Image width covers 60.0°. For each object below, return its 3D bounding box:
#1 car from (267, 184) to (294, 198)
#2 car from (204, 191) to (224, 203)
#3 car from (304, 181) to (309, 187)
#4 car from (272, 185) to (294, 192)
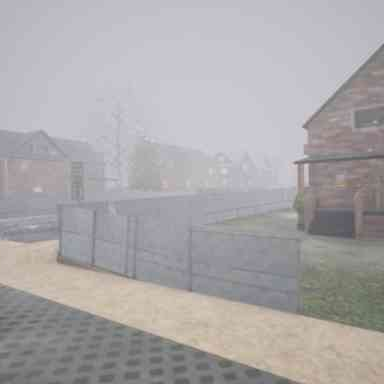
[{"bbox_3d":[12.770,-0.190,47.848,2.097,1.767,4.553,-1,1,36],"label":"car"},{"bbox_3d":[2.089,0.622,33.497,1.895,1.301,4.718,-1,1,36],"label":"car"},{"bbox_3d":[17.942,-0.611,50.241,2.150,2.045,5.566,-1,1,36],"label":"car"},{"bbox_3d":[12.048,-0.012,42.151,1.882,1.535,5.008,-1,1,37],"label":"car"}]
